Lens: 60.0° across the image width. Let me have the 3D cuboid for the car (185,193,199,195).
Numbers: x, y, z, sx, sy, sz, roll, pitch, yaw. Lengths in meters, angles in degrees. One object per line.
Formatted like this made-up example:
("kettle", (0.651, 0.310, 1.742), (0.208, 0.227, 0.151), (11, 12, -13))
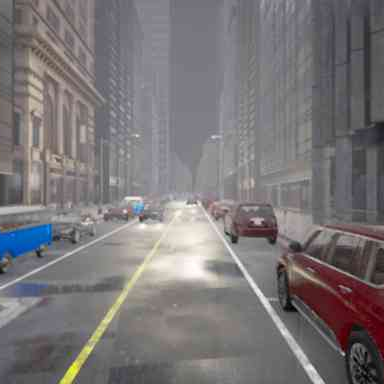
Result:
("car", (0.009, 1.502, 69.139), (1.994, 1.385, 4.181), (0, 0, 0))

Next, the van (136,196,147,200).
("van", (-5.843, 1.404, 32.852), (1.690, 1.788, 3.998), (1, 0, 0))

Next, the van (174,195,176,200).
("van", (-5.836, 1.463, 89.099), (1.690, 1.788, 3.998), (1, 0, 0))

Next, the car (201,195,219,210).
("car", (2.684, 1.392, 44.097), (2.192, 1.841, 5.009), (1, 0, 0))

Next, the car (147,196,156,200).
("car", (-5.843, 1.386, 38.477), (2.192, 1.841, 5.009), (1, 0, 0))

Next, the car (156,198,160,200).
("car", (-5.844, 1.629, 44.101), (2.008, 1.369, 4.403), (1, 0, 0))

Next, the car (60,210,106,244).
("car", (-5.849, 1.588, 15.978), (2.008, 1.369, 4.403), (1, 0, 0))

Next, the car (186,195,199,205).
("car", (0.009, 1.657, 59.101), (1.994, 1.385, 4.181), (0, 0, 0))

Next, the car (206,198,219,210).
("car", (2.680, 1.607, 32.848), (1.887, 1.381, 4.507), (1, 0, 0))

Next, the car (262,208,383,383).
("car", (2.678, 1.327, 4.725), (2.192, 1.841, 5.009), (1, 0, 0))

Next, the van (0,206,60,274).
("van", (-5.847, 1.367, 10.353), (1.690, 1.788, 3.998), (1, 0, 0))

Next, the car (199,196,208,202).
("car", (2.685, 1.693, 77.844), (1.802, 1.307, 4.206), (1, 0, 0))

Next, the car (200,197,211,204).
("car", (2.685, 1.651, 66.594), (2.008, 1.369, 4.403), (1, 0, 0))

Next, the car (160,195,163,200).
("car", (-5.843, 1.629, 49.726), (1.887, 1.381, 4.507), (1, 0, 0))

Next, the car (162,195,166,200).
("car", (-5.842, 1.615, 55.181), (1.752, 1.417, 4.829), (1, 0, 0))

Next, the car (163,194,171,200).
("car", (-5.841, 1.645, 66.600), (1.887, 1.381, 4.507), (1, 0, 0))

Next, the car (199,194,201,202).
("car", (2.686, 1.405, 55.346), (2.192, 1.841, 5.009), (1, 0, 0))

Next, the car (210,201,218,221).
("car", (2.679, 1.637, 27.223), (1.802, 1.307, 4.206), (1, 0, 0))

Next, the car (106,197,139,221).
("car", (-5.845, 1.495, 27.228), (1.967, 1.590, 4.097), (1, 0, 0))

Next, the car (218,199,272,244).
("car", (2.680, 1.352, 15.974), (2.192, 1.841, 5.009), (1, 0, 0))

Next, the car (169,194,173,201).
("car", (-5.837, 1.421, 72.225), (2.192, 1.841, 5.009), (1, 0, 0))

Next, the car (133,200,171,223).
("car", (-3.008, 1.602, 26.575), (2.033, 1.411, 5.357), (0, 0, 0))
